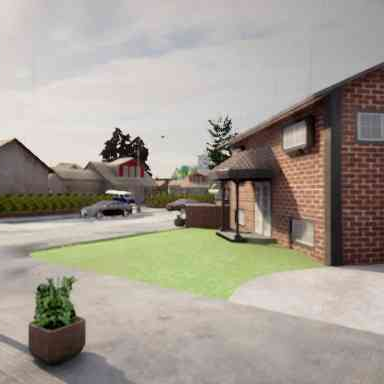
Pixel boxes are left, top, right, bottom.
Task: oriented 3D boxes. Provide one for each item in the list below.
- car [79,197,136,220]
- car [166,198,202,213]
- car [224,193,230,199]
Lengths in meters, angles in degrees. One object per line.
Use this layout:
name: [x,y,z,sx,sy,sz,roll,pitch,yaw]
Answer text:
car: [-7.209,1.482,28.328,2.128,1.511,4.902,0,0,36]
car: [-0.843,1.468,37.208,1.882,1.535,5.008,0,0,36]
car: [9.351,0.969,78.491,3.866,1.878,1.905,0,0,-19]
